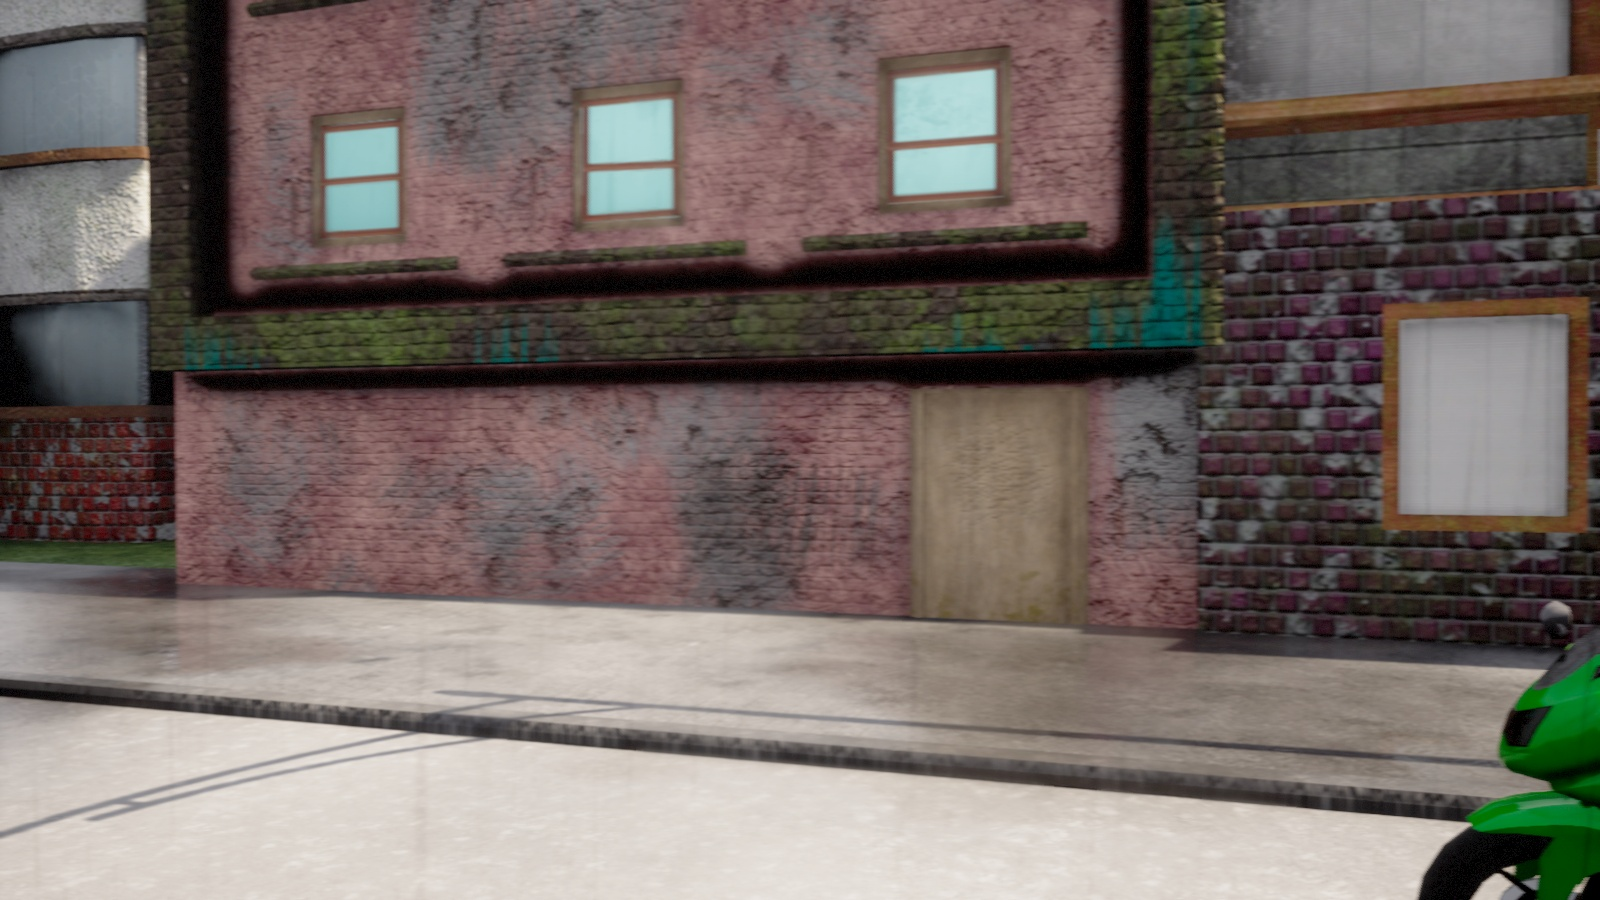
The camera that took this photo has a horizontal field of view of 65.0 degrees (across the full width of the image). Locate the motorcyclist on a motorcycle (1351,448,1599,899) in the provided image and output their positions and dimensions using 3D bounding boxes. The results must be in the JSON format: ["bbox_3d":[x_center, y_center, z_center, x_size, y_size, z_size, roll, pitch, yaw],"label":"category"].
[{"bbox_3d":[2.429,0.771,2.903,2.044,1.523,0.797,1,1,19],"label":"motorcyclist on a motorcycle"}]
